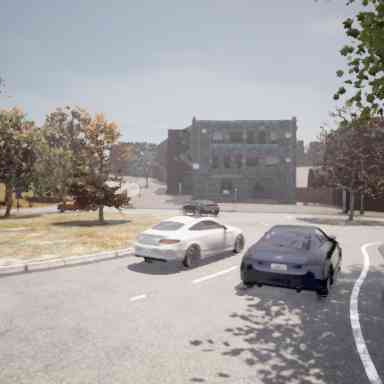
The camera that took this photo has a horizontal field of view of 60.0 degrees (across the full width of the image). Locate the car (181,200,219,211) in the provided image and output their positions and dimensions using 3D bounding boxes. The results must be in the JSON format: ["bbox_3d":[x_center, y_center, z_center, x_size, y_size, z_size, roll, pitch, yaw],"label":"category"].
[{"bbox_3d":[0.673,1.456,30.783,2.128,1.511,4.902,0,0,-27],"label":"car"}]

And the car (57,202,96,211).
[{"bbox_3d":[-13.584,1.385,39.366,4.553,1.767,2.097,0,0,8],"label":"car"}]

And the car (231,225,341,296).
[{"bbox_3d":[2.775,1.557,8.843,1.994,1.385,4.181,0,0,28],"label":"car"}]

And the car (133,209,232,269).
[{"bbox_3d":[0.077,1.517,11.266,1.812,1.442,4.674,0,0,36],"label":"car"}]
